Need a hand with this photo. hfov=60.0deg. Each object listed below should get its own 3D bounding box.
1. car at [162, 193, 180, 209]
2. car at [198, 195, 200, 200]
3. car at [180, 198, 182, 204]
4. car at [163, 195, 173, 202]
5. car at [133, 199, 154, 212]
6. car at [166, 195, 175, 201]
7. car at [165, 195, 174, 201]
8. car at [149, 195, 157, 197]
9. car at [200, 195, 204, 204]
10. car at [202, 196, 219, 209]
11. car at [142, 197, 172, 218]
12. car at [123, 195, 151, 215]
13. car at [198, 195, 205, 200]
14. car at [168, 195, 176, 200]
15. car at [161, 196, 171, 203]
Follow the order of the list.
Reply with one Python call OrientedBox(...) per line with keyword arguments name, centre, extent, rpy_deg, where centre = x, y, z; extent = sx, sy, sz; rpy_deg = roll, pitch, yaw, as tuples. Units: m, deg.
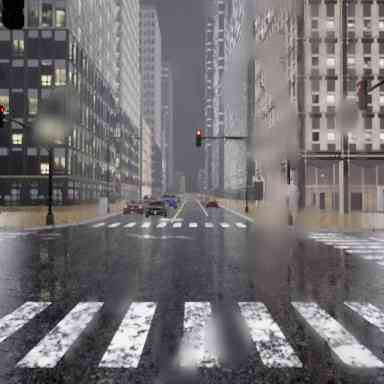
OrientedBox(name="car", centre=(-3.121, 1.212, 45.092), extent=(2.150, 2.045, 5.566), rpy_deg=(0, 1, 0))
OrientedBox(name="car", centre=(2.674, 1.559, 61.695), extent=(1.947, 1.339, 4.313), rpy_deg=(1, 0, 0))
OrientedBox(name="car", centre=(-3.037, 1.503, 64.157), extent=(1.837, 1.490, 4.892), rpy_deg=(0, 0, 0))
OrientedBox(name="car", centre=(-5.714, 1.543, 78.347), extent=(2.008, 1.369, 4.403), rpy_deg=(1, 0, 0))
OrientedBox(name="car", centre=(-5.696, 1.577, 39.321), extent=(1.802, 1.307, 4.206), rpy_deg=(1, 0, 0))
OrientedBox(name="car", centre=(-5.719, 1.543, 89.497), extent=(2.008, 1.369, 4.403), rpy_deg=(1, 0, 0))
OrientedBox(name="car", centre=(-5.717, 1.537, 83.922), extent=(1.887, 1.381, 4.507), rpy_deg=(1, 0, 0))
OrientedBox(name="car", centre=(-5.693, 1.310, 44.896), extent=(2.192, 1.841, 5.009), rpy_deg=(1, 0, 0))
OrientedBox(name="car", centre=(2.678, 1.519, 56.288), extent=(1.752, 1.417, 4.829), rpy_deg=(1, 0, 0))
OrientedBox(name="car", centre=(2.681, 1.577, 44.962), extent=(1.802, 1.307, 4.206), rpy_deg=(1, 0, 0))
OrientedBox(name="car", centre=(-3.115, 1.500, 30.428), extent=(1.837, 1.490, 4.892), rpy_deg=(0, 0, 0))
OrientedBox(name="car", centre=(-5.690, 1.436, 33.746), extent=(1.967, 1.590, 4.097), rpy_deg=(1, 0, 0))
OrientedBox(name="car", centre=(2.658, 1.537, 95.158), extent=(1.887, 1.381, 4.507), rpy_deg=(1, 0, 0))
OrientedBox(name="car", centre=(-5.722, 1.558, 95.072), extent=(1.947, 1.339, 4.313), rpy_deg=(1, 0, 0))
OrientedBox(name="car", centre=(-5.711, 1.537, 72.772), extent=(1.887, 1.381, 4.507), rpy_deg=(1, 0, 0))
